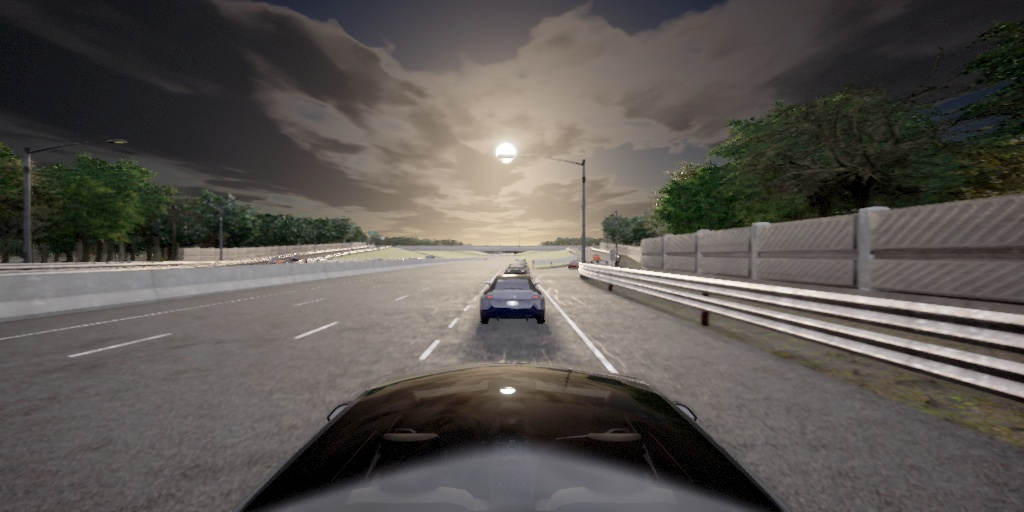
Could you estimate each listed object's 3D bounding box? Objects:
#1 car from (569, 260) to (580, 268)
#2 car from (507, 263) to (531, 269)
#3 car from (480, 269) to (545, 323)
[{"bbox_3d":[10.891,1.373,60.407,1.994,1.385,4.181,0,0,23],"label":"car"},{"bbox_3d":[0.641,1.322,32.729,1.895,1.301,4.718,0,0,8],"label":"car"},{"bbox_3d":[0.022,1.308,12.160,1.994,1.385,4.181,0,0,0],"label":"car"}]
